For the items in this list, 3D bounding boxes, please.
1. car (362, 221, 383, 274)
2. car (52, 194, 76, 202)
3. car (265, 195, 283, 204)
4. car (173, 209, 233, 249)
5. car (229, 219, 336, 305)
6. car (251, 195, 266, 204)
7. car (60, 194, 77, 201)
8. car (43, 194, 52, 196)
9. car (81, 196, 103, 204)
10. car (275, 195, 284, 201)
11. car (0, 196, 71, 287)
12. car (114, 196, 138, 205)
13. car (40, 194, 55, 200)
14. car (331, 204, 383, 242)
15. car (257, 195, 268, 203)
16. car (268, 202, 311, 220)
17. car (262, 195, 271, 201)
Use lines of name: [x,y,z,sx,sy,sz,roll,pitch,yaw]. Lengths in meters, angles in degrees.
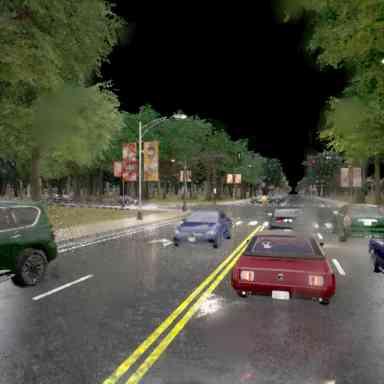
car: [5.477,1.601,7.599,1.895,1.301,4.718,0,0,17]
car: [-26.003,1.300,67.583,4.674,1.442,1.812,0,0,40]
car: [15.546,1.554,62.574,2.033,1.411,5.357,0,0,18]
car: [0.654,1.526,14.760,1.812,1.442,4.674,0,0,17]
car: [2.270,1.601,8.215,1.895,1.301,4.718,0,0,17]
car: [12.473,1.554,63.623,2.033,1.411,5.357,0,0,18]
car: [-29.273,1.260,78.865,4.674,1.442,1.812,0,0,40]
car: [-31.653,1.259,76.620,4.674,1.442,1.812,0,0,40]
car: [-18.268,1.423,60.973,4.718,1.301,1.895,0,0,41]
car: [21.707,1.489,82.276,1.882,1.535,5.008,0,0,17]
car: [-5.194,1.221,6.710,2.150,2.045,5.566,0,0,17]
car: [-10.847,1.361,54.682,4.902,1.511,2.128,0,0,41]
car: [-37.146,1.253,85.526,4.181,1.385,1.994,0,0,40]
car: [8.098,1.352,16.198,2.097,1.767,4.553,0,0,17]
car: [15.442,1.486,73.059,1.882,1.535,5.008,0,0,17]
car: [4.964,1.505,17.073,1.837,1.490,4.892,0,0,17]
car: [18.487,1.535,82.863,1.812,1.442,4.674,0,0,17]
